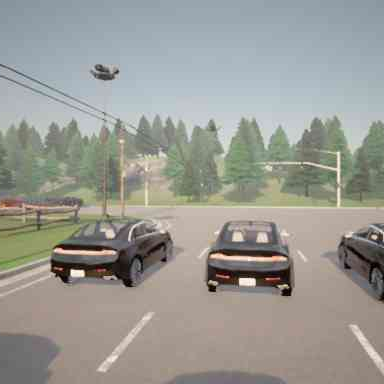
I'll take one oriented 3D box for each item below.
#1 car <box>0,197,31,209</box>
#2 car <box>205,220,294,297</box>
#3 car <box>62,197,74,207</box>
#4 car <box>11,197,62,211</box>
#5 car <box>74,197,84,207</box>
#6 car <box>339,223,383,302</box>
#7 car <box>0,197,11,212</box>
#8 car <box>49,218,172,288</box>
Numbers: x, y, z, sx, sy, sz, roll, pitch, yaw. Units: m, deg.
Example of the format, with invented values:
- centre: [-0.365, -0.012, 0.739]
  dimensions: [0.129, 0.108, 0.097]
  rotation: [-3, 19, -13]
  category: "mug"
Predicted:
- centre: [-24.098, 1.458, 43.982]
  dimensions: [5.008, 1.535, 1.882]
  rotation: [0, 0, 11]
  category: "car"
- centre: [1.522, 1.487, 8.677]
  dimensions: [2.128, 1.511, 4.902]
  rotation: [0, 0, 11]
  category: "car"
- centre: [-19.714, 1.482, 46.676]
  dimensions: [4.892, 1.490, 1.837]
  rotation: [0, 0, 11]
  category: "car"
- centre: [-18.652, 1.529, 39.326]
  dimensions: [5.357, 1.411, 2.033]
  rotation: [0, 0, 11]
  category: "car"
- centre: [-18.771, 1.480, 50.058]
  dimensions: [4.892, 1.490, 1.837]
  rotation: [0, 0, 11]
  category: "car"
- centre: [4.964, 1.486, 8.041]
  dimensions: [2.128, 1.511, 4.902]
  rotation: [0, 0, 11]
  category: "car"
- centre: [-23.093, 1.462, 36.644]
  dimensions: [5.008, 1.535, 1.882]
  rotation: [0, 0, 11]
  category: "car"
- centre: [-1.917, 1.487, 9.340]
  dimensions: [2.128, 1.511, 4.902]
  rotation: [0, 0, 11]
  category: "car"
